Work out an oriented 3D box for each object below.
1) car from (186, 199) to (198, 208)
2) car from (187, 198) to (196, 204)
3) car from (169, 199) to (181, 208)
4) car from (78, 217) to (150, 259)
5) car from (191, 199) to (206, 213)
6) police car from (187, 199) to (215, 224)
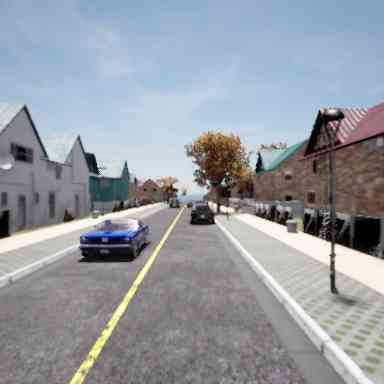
[{"bbox_3d":[-0.046,2.060,60.004,2.033,1.411,5.357,0,-1,0],"label":"car"},{"bbox_3d":[-0.061,2.183,79.688,1.994,1.385,4.181,0,-1,0],"label":"car"},{"bbox_3d":[-2.844,1.958,55.729,1.837,1.490,4.892,0,0,0],"label":"car"},{"bbox_3d":[-2.861,1.676,13.128,1.895,1.301,4.718,0,0,0],"label":"car"},{"bbox_3d":[0.792,1.773,42.965,1.801,1.575,5.366,0,0,0],"label":"car"},{"bbox_3d":[0.804,1.608,26.885,1.930,1.638,5.238,0,0,0],"label":"police car"}]
